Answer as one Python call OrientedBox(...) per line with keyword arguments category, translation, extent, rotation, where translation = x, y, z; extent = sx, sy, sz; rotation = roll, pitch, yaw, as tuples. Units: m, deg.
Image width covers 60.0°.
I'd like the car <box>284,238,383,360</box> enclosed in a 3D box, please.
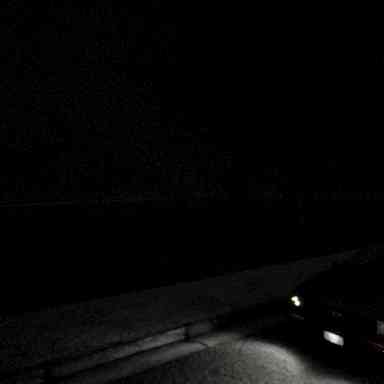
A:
OrientedBox(category="car", translation=(4.045, 1.561, 5.981), extent=(5.357, 1.411, 2.033), rotation=(0, 0, -36))
